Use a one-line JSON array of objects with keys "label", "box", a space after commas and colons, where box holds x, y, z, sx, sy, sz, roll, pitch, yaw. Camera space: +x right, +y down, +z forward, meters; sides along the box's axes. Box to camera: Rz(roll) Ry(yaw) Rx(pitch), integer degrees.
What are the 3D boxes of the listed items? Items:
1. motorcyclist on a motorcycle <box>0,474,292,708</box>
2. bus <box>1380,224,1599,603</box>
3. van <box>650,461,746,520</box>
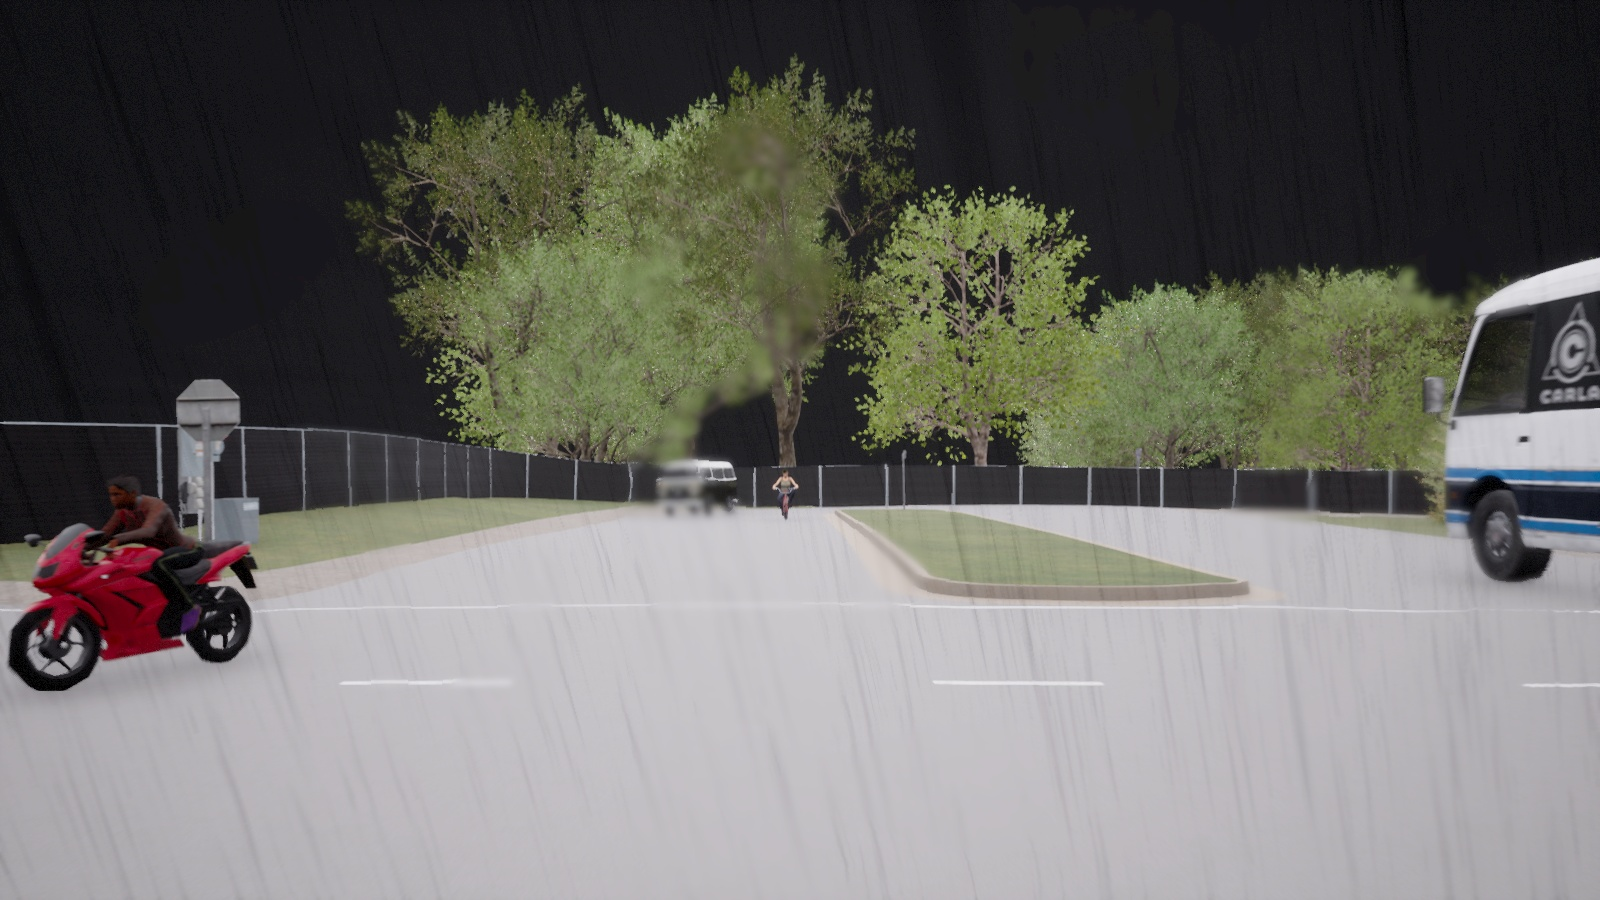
[{"label": "motorcyclist on a motorcycle", "box": [-4.888, 0.967, 9.313, 0.797, 1.523, 2.044, -4, -2, 23]}, {"label": "bus", "box": [10.949, -0.411, 14.120, 3.944, 4.253, 10.273, 0, -1, -1]}, {"label": "van", "box": [-3.771, 1.507, 47.309, 2.069, 2.038, 4.480, -3, -2, 16]}]
